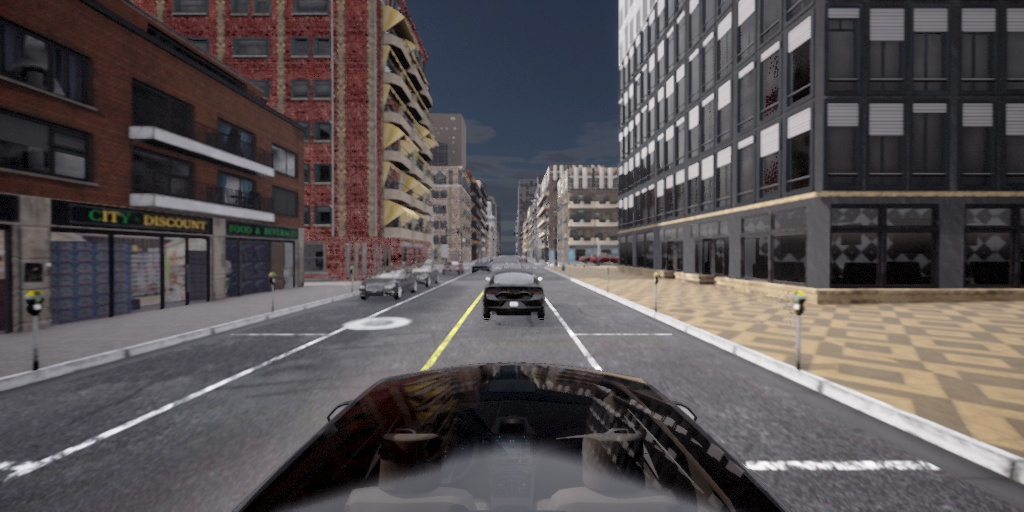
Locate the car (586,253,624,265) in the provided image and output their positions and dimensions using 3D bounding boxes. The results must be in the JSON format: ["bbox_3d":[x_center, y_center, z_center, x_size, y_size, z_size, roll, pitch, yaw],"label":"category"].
[{"bbox_3d":[14.661,0.453,55.559,5.009,1.841,2.192,0,0,-1],"label":"car"}]

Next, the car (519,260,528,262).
[{"bbox_3d":[0.056,1.187,28.523,1.895,1.301,4.718,0,0,0],"label":"car"}]

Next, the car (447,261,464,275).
[{"bbox_3d":[-5.771,1.126,35.563,1.802,1.307,4.207,0,0,0],"label":"car"}]

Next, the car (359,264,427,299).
[{"bbox_3d":[-5.705,1.206,16.998,2.007,1.370,4.403,0,0,0],"label":"car"}]

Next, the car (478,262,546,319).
[{"bbox_3d":[0.064,1.161,12.472,1.882,1.535,5.008,0,1,0],"label":"car"}]

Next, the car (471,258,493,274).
[{"bbox_3d":[-3.115,1.134,37.359,1.895,1.301,4.718,0,0,0],"label":"car"}]

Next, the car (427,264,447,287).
[{"bbox_3d":[-5.709,1.172,22.646,2.007,1.370,4.403,0,0,0],"label":"car"}]
